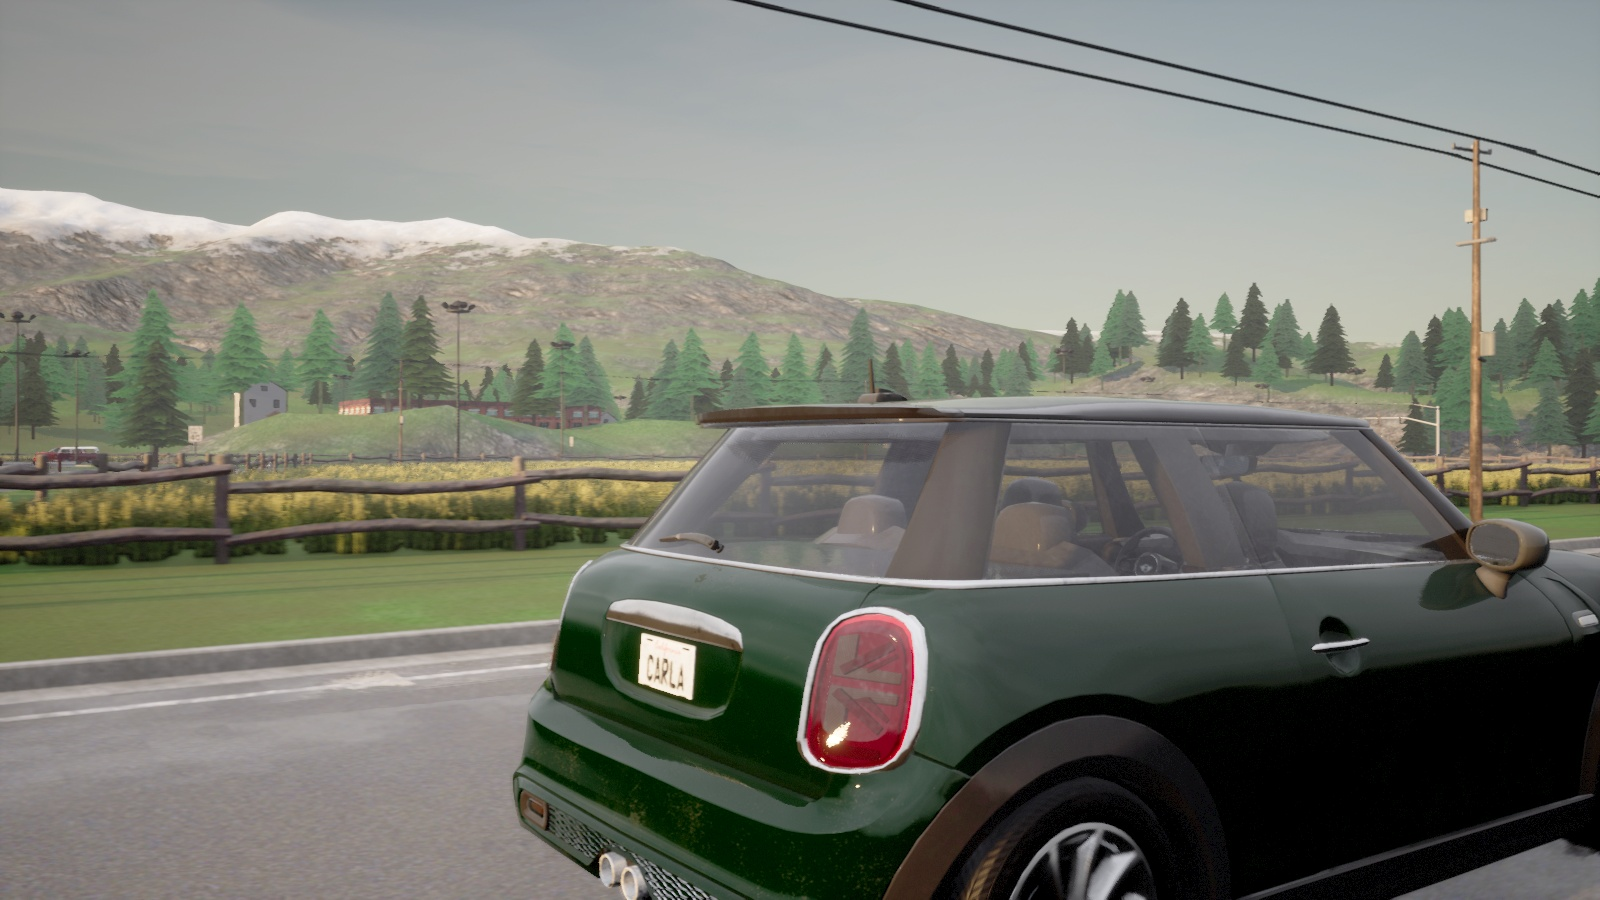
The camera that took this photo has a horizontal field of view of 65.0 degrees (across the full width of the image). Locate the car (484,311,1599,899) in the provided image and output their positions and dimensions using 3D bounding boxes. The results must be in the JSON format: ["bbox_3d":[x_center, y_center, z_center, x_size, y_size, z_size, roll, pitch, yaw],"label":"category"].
[{"bbox_3d":[1.410,0.612,4.641,4.553,1.767,2.097,0,0,-35],"label":"car"}]
